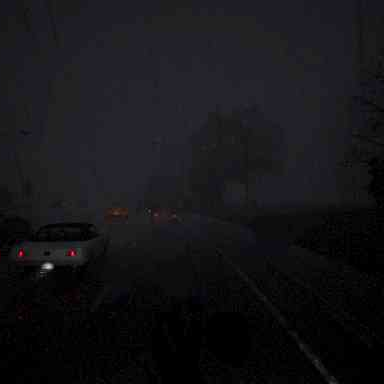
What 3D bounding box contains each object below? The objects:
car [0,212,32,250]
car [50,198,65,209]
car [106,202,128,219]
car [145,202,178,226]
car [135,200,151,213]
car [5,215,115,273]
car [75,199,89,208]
[{"bbox_3d":[-7.880,1.578,12.992,2.128,1.511,4.902,0,0,-6],"label":"car"},{"bbox_3d":[-20.210,1.657,50.148,2.097,1.767,4.553,0,-1,-21],"label":"car"},{"bbox_3d":[-7.019,1.674,31.108,1.882,1.535,5.008,0,0,-12],"label":"car"},{"bbox_3d":[-2.196,1.704,24.952,2.033,1.411,5.357,0,0,-10],"label":"car"},{"bbox_3d":[-5.913,1.749,40.908,2.128,1.511,4.902,0,0,-16],"label":"car"},{"bbox_3d":[-3.961,1.673,10.950,1.895,1.301,4.718,0,0,-5],"label":"car"},{"bbox_3d":[-18.206,1.860,54.676,1.812,1.442,4.674,0,0,-22],"label":"car"}]
